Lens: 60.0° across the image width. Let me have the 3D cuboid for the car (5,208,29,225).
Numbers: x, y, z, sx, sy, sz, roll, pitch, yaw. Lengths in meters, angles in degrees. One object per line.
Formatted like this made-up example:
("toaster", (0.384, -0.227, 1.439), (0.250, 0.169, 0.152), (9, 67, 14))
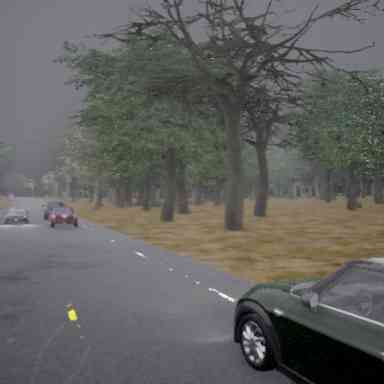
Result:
("car", (-16.324, 2.194, 31.086), (1.812, 1.442, 4.674), (2, -2, -26))

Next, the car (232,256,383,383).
("car", (2.365, 1.512, 3.717), (2.097, 1.767, 4.553), (2, -2, -26))

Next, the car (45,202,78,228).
("car", (-11.198, 2.047, 28.766), (2.097, 1.767, 4.553), (2, -2, -26))

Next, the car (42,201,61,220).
("car", (-15.753, 2.067, 37.966), (2.150, 2.045, 5.566), (2, -1, -26))
